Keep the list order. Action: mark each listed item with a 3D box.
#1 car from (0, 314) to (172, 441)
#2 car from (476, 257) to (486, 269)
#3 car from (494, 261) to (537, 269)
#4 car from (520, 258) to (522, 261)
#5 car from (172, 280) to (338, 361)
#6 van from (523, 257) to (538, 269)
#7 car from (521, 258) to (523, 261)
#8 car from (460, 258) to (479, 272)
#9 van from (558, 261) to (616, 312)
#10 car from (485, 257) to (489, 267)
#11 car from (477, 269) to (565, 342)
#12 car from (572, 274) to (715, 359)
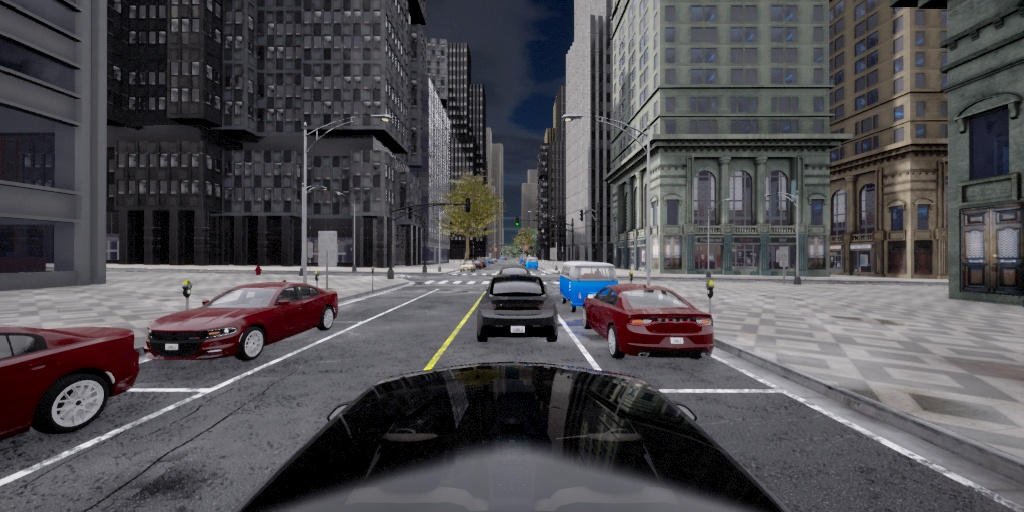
[{"bbox_3d":[-5.776,1.295,2.799,1.888,1.381,4.507,0,0,0],"label":"car"},{"bbox_3d":[-5.637,1.326,56.997,1.888,1.381,4.507,0,0,0],"label":"car"},{"bbox_3d":[0.136,1.232,19.425,1.882,1.535,5.008,0,0,0],"label":"car"},{"bbox_3d":[2.901,1.332,62.621,1.888,1.381,4.507,0,0,0],"label":"car"},{"bbox_3d":[-5.765,1.296,8.324,1.888,1.381,4.507,0,0,0],"label":"car"},{"bbox_3d":[2.876,1.117,51.795,1.690,1.789,3.998,0,0,0],"label":"van"},{"bbox_3d":[2.888,1.347,57.208,1.948,1.339,4.313,0,0,0],"label":"car"},{"bbox_3d":[-5.668,1.297,46.247,1.751,1.417,4.829,0,0,0],"label":"car"},{"bbox_3d":[2.804,1.093,13.811,1.690,1.789,3.998,0,0,0],"label":"van"},{"bbox_3d":[-5.625,1.102,62.286,2.192,1.841,5.009,0,0,0],"label":"car"},{"bbox_3d":[0.119,1.256,9.763,1.837,1.490,4.892,0,0,0],"label":"car"},{"bbox_3d":[2.790,1.296,8.286,1.888,1.381,4.507,0,0,0],"label":"car"}]
